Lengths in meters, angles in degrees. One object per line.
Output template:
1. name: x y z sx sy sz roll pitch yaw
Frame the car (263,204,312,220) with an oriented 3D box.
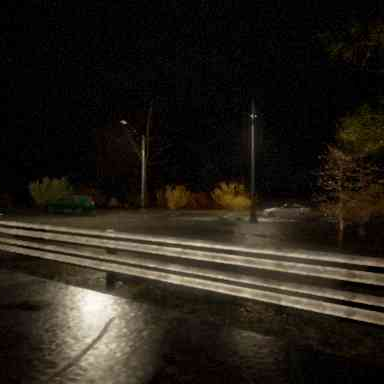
1. car: 9.561 1.928 33.386 4.674 1.442 1.812 0 0 10

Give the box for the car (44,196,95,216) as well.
1. car: -13.688 1.439 37.442 5.566 2.045 2.150 0 0 10
